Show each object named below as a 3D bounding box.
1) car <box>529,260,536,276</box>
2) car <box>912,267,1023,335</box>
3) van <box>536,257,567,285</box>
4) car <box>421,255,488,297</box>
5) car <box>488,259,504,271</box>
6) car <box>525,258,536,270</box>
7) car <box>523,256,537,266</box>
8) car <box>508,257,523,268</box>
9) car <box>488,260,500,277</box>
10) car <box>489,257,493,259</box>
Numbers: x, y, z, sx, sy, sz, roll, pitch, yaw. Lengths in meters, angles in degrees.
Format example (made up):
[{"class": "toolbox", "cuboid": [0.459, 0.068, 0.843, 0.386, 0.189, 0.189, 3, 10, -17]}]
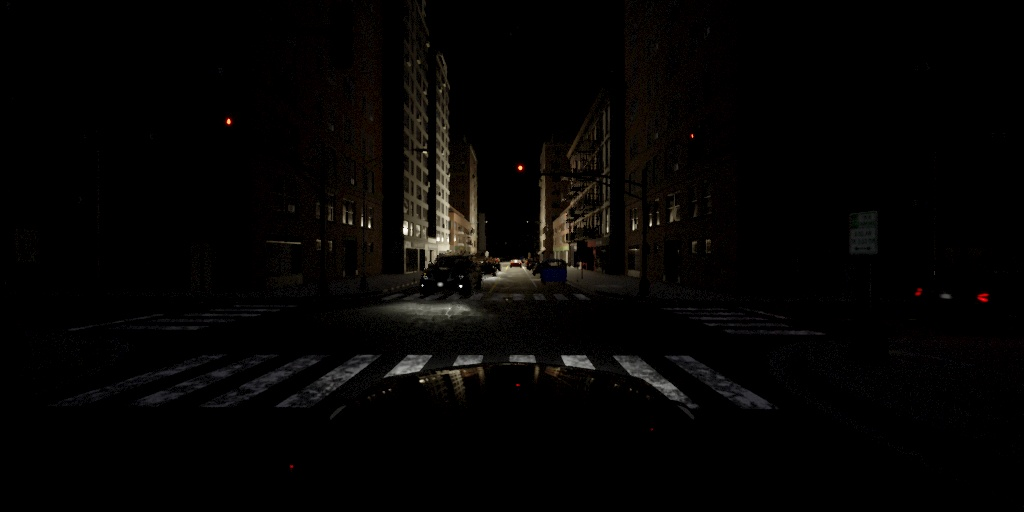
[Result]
[{"class": "car", "cuboid": [2.962, 1.327, 36.757, 1.802, 1.307, 4.207, 0, 0, 1]}, {"class": "car", "cuboid": [14.685, 1.199, 10.299, 4.553, 1.767, 2.097, 0, 0, 2]}, {"class": "van", "cuboid": [2.855, 1.088, 25.395, 1.690, 1.789, 3.998, 0, 0, 1]}, {"class": "car", "cuboid": [-3.012, 0.965, 19.287, 2.150, 2.045, 5.566, 0, 0, 6]}, {"class": "car", "cuboid": [-2.416, 1.342, 46.645, 1.895, 1.301, 4.718, 0, 0, 1]}, {"class": "car", "cuboid": [3.069, 1.323, 48.120, 1.802, 1.307, 4.207, 0, 0, 1]}, {"class": "car", "cuboid": [3.123, 1.051, 53.801, 2.192, 1.841, 5.009, 0, 0, 1]}, {"class": "car", "cuboid": [0.639, 1.333, 59.078, 1.895, 1.301, 4.718, 0, 0, 1]}, {"class": "car", "cuboid": [-2.539, 1.310, 34.892, 1.994, 1.385, 4.181, 0, 0, 1]}, {"class": "car", "cuboid": [-4.795, 1.292, 65.234, 1.948, 1.339, 4.313, 0, 0, 1]}]
